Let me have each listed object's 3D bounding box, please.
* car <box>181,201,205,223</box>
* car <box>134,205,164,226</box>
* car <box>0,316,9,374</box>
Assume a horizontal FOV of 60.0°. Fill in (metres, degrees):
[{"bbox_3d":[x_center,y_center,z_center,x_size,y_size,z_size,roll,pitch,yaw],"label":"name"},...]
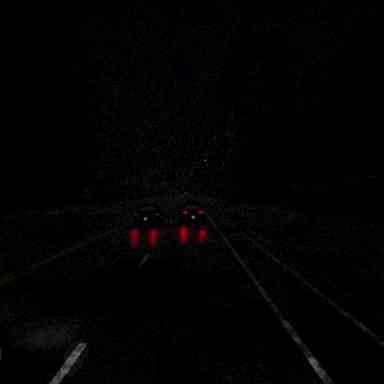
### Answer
[{"bbox_3d":[0.095,1.676,26.721,1.812,1.442,4.674,0,-1,0],"label":"car"},{"bbox_3d":[-3.153,1.664,24.857,1.812,1.442,4.674,0,0,0],"label":"car"},{"bbox_3d":[-3.152,1.536,2.136,1.812,1.442,4.674,0,0,0],"label":"car"}]
